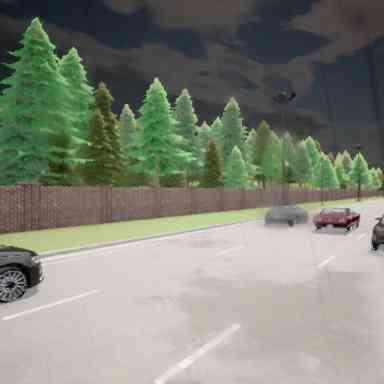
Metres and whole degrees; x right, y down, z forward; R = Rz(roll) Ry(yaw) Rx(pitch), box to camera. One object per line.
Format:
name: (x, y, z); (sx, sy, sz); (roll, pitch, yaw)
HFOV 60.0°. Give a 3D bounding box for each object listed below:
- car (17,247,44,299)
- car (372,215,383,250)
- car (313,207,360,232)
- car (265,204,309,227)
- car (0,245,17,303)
car: (-5.218, 1.483, 5.997); (2.128, 1.511, 4.902); (0, 0, 35)
car: (8.546, 1.511, 13.531); (1.812, 1.442, 4.674); (0, 0, 35)
car: (8.879, 1.578, 20.140); (1.895, 1.301, 4.718); (0, 0, 35)
car: (6.611, 1.539, 23.009); (1.994, 1.385, 4.181); (0, 0, 35)
car: (-4.130, 1.219, 1.430); (2.150, 2.045, 5.566); (0, 0, 35)
